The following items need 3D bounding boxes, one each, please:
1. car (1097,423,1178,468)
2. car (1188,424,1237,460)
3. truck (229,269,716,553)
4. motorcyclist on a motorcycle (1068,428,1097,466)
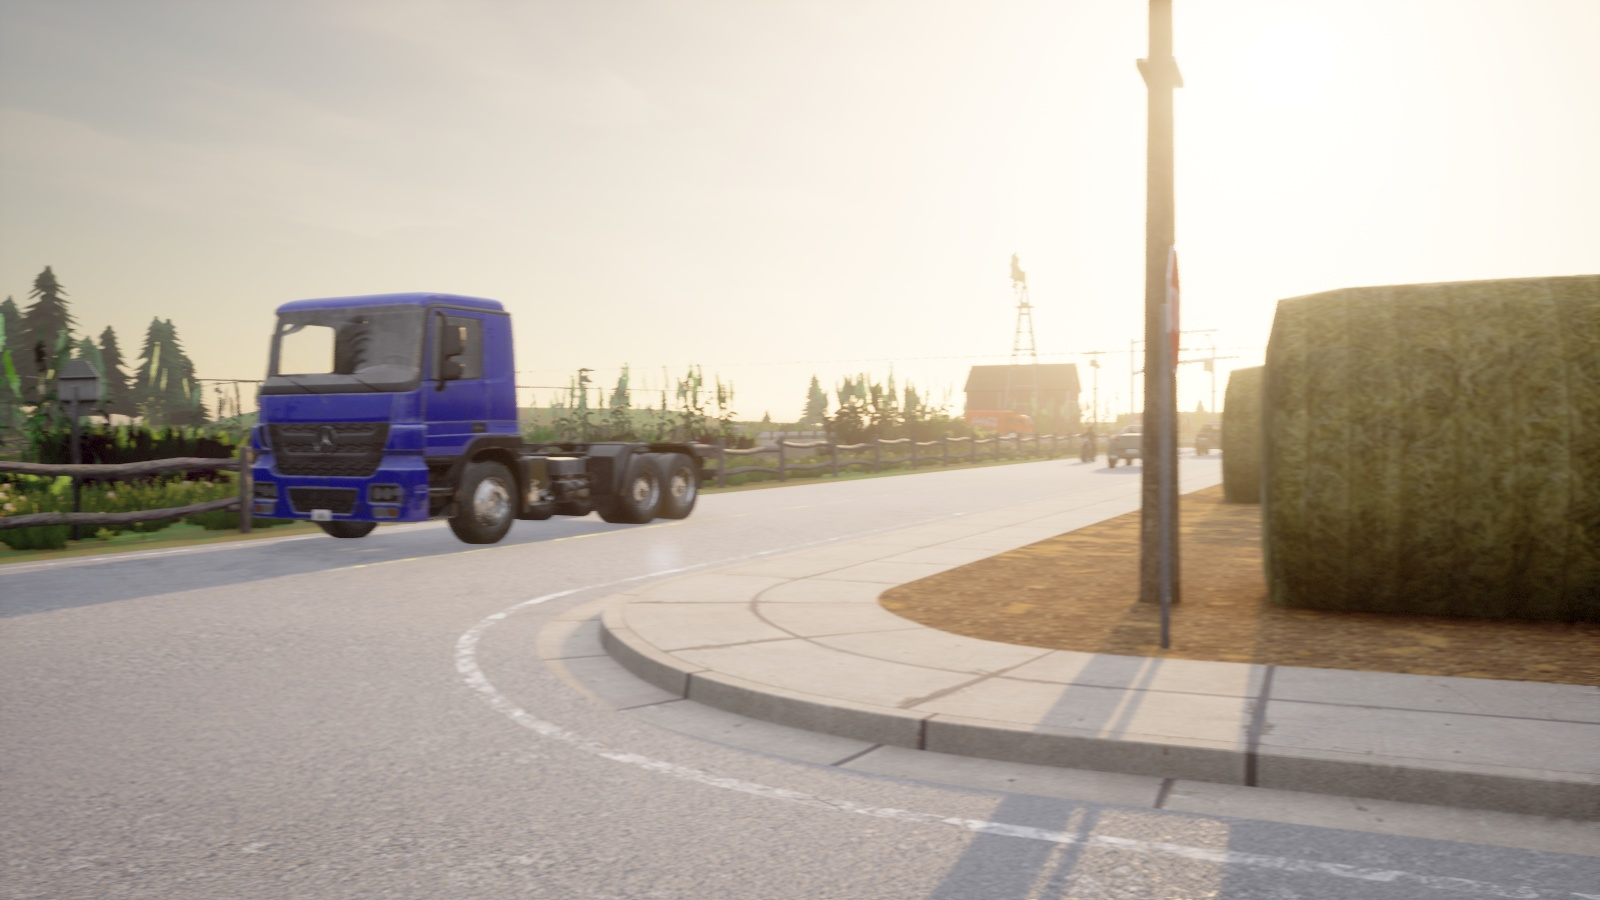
[{"bbox_3d":[13.071,-0.201,48.411,2.152,1.651,5.027,1,1,25],"label":"car"},{"bbox_3d":[22.355,-0.460,67.959,1.932,1.855,4.605,1,1,25],"label":"car"},{"bbox_3d":[-4.512,-0.534,19.524,2.891,3.462,7.936,1,1,25],"label":"truck"},{"bbox_3d":[12.435,-0.146,55.234,0.766,1.649,2.350,1,1,25],"label":"motorcyclist on a motorcycle"}]
